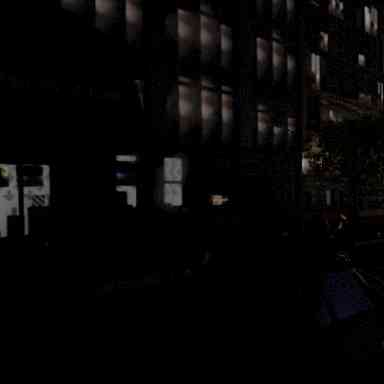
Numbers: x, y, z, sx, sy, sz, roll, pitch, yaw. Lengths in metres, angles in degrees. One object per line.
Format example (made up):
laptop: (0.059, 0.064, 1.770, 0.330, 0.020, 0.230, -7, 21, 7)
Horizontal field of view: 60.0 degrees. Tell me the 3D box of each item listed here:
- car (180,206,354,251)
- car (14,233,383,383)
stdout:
car: (2.007, 1.303, 8.138, 5.009, 1.841, 2.192, 0, -1, -36)
car: (0.922, 1.542, 4.040, 5.357, 1.411, 2.033, 0, 0, -36)
